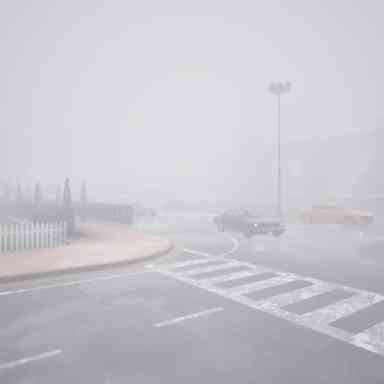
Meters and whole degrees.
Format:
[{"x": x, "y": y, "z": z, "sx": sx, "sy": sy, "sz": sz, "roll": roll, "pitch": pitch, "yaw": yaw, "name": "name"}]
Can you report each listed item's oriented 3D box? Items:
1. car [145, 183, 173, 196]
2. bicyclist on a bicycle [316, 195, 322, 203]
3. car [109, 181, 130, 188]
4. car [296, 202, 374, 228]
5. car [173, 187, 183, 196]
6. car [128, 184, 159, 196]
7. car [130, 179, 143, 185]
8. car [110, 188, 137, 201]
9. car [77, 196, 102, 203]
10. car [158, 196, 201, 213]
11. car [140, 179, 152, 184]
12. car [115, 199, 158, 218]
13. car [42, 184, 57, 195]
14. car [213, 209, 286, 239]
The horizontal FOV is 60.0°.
[{"x": -6.121, "y": -0.097, "z": 60.682, "sx": 1.882, "sy": 1.535, "sz": 5.008, "roll": 0, "pitch": 7, "yaw": -37, "name": "car"}, {"x": 18.061, "y": 1.291, "z": 47.375, "sx": 1.656, "sy": 1.620, "sz": 0.582, "roll": 0, "pitch": 0, "yaw": -37, "name": "bicyclist on a bicycle"}, {"x": -14.819, "y": -1.300, "z": 66.260, "sx": 1.882, "sy": 1.535, "sz": 5.008, "roll": 0, "pitch": 7, "yaw": -37, "name": "car"}, {"x": 9.477, "y": 1.478, "z": 22.343, "sx": 1.882, "sy": 1.535, "sz": 5.008, "roll": 0, "pitch": 0, "yaw": -37, "name": "car"}, {"x": -3.607, "y": -0.152, "z": 63.161, "sx": 1.882, "sy": 1.535, "sz": 5.008, "roll": 0, "pitch": 7, "yaw": -37, "name": "car"}, {"x": -8.556, "y": 0.058, "z": 57.927, "sx": 2.033, "sy": 1.411, "sz": 5.357, "roll": 0, "pitch": 6, "yaw": -37, "name": "car"}, {"x": -12.828, "y": -1.487, "z": 69.603, "sx": 1.882, "sy": 1.535, "sz": 5.008, "roll": 0, "pitch": 7, "yaw": -37, "name": "car"}, {"x": -10.357, "y": 0.669, "z": 48.546, "sx": 1.812, "sy": 1.442, "sz": 4.674, "roll": 0, "pitch": 5, "yaw": -36, "name": "car"}, {"x": -12.159, "y": 1.161, "z": 39.278, "sx": 1.994, "sy": 1.385, "sz": 4.181, "roll": 0, "pitch": 3, "yaw": -37, "name": "car"}, {"x": -1.269, "y": 1.489, "z": 36.482, "sx": 2.033, "sy": 1.411, "sz": 5.357, "roll": 0, "pitch": 1, "yaw": -37, "name": "car"}, {"x": -10.504, "y": -1.827, "z": 72.186, "sx": 2.150, "sy": 2.045, "sz": 5.566, "roll": 0, "pitch": 7, "yaw": -37, "name": "car"}, {"x": -4.979, "y": 1.583, "z": 29.793, "sx": 1.895, "sy": 1.301, "sz": 4.718, "roll": 0, "pitch": 0, "yaw": -37, "name": "car"}, {"x": -22.492, "y": -0.496, "z": 53.167, "sx": 1.837, "sy": 1.490, "sz": 4.892, "roll": 0, "pitch": 7, "yaw": -37, "name": "car"}, {"x": 2.874, "y": 1.601, "z": 17.516, "sx": 1.895, "sy": 1.301, "sz": 4.718, "roll": 0, "pitch": 0, "yaw": -20, "name": "car"}]
